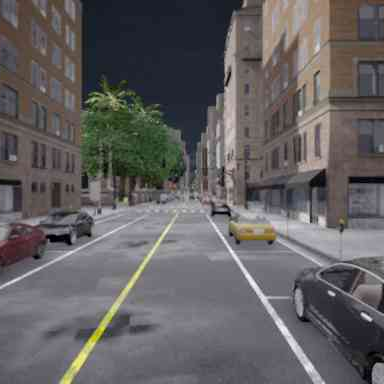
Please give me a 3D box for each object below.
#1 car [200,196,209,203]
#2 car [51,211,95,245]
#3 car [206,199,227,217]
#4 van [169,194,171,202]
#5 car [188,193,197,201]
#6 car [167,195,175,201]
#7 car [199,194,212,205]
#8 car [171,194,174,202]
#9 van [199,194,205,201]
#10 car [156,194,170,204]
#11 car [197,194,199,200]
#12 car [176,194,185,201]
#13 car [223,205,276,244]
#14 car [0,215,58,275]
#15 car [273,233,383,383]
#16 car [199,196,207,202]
[{"bbox_3d":[2.694,1.656,74.793,1.887,1.381,4.507,0,0,0],"label":"car"},{"bbox_3d":[-5.850,1.579,15.499,1.947,1.339,4.313,0,0,0],"label":"car"},{"bbox_3d":[2.680,1.600,32.004,1.947,1.339,4.313,0,0,0],"label":"car"},{"bbox_3d":[-5.833,1.443,69.403,1.690,1.788,3.998,0,0,0],"label":"van"},{"bbox_3d":[0.029,1.499,85.834,1.837,1.490,4.892,0,0,0],"label":"car"},{"bbox_3d":[-5.826,1.581,91.033,1.967,1.590,4.097,0,0,0],"label":"car"},{"bbox_3d":[2.689,1.522,58.569,1.967,1.590,4.097,0,0,0],"label":"car"},{"bbox_3d":[-5.832,1.552,74.811,1.967,1.590,4.097,0,0,0],"label":"car"},{"bbox_3d":[2.700,1.482,91.018,1.690,1.788,3.998,0,0,0],"label":"van"},{"bbox_3d":[-5.835,1.658,63.996,1.947,1.339,4.313,0,0,0],"label":"car"},{"bbox_3d":[2.691,1.406,63.977,2.192,1.841,5.009,0,0,0],"label":"car"},{"bbox_3d":[-2.970,1.659,91.059,2.128,1.511,4.902,0,0,0],"label":"car"},{"bbox_3d":[2.675,1.538,15.651,1.752,1.417,4.829,0,0,0],"label":"car"},{"bbox_3d":[-5.852,1.590,9.991,1.802,1.307,4.206,0,0,0],"label":"car"},{"bbox_3d":[2.672,1.554,4.466,2.008,1.369,4.403,0,0,0],"label":"car"},{"bbox_3d":[2.696,1.703,80.201,1.802,1.307,4.206,0,0,0],"label":"car"}]
